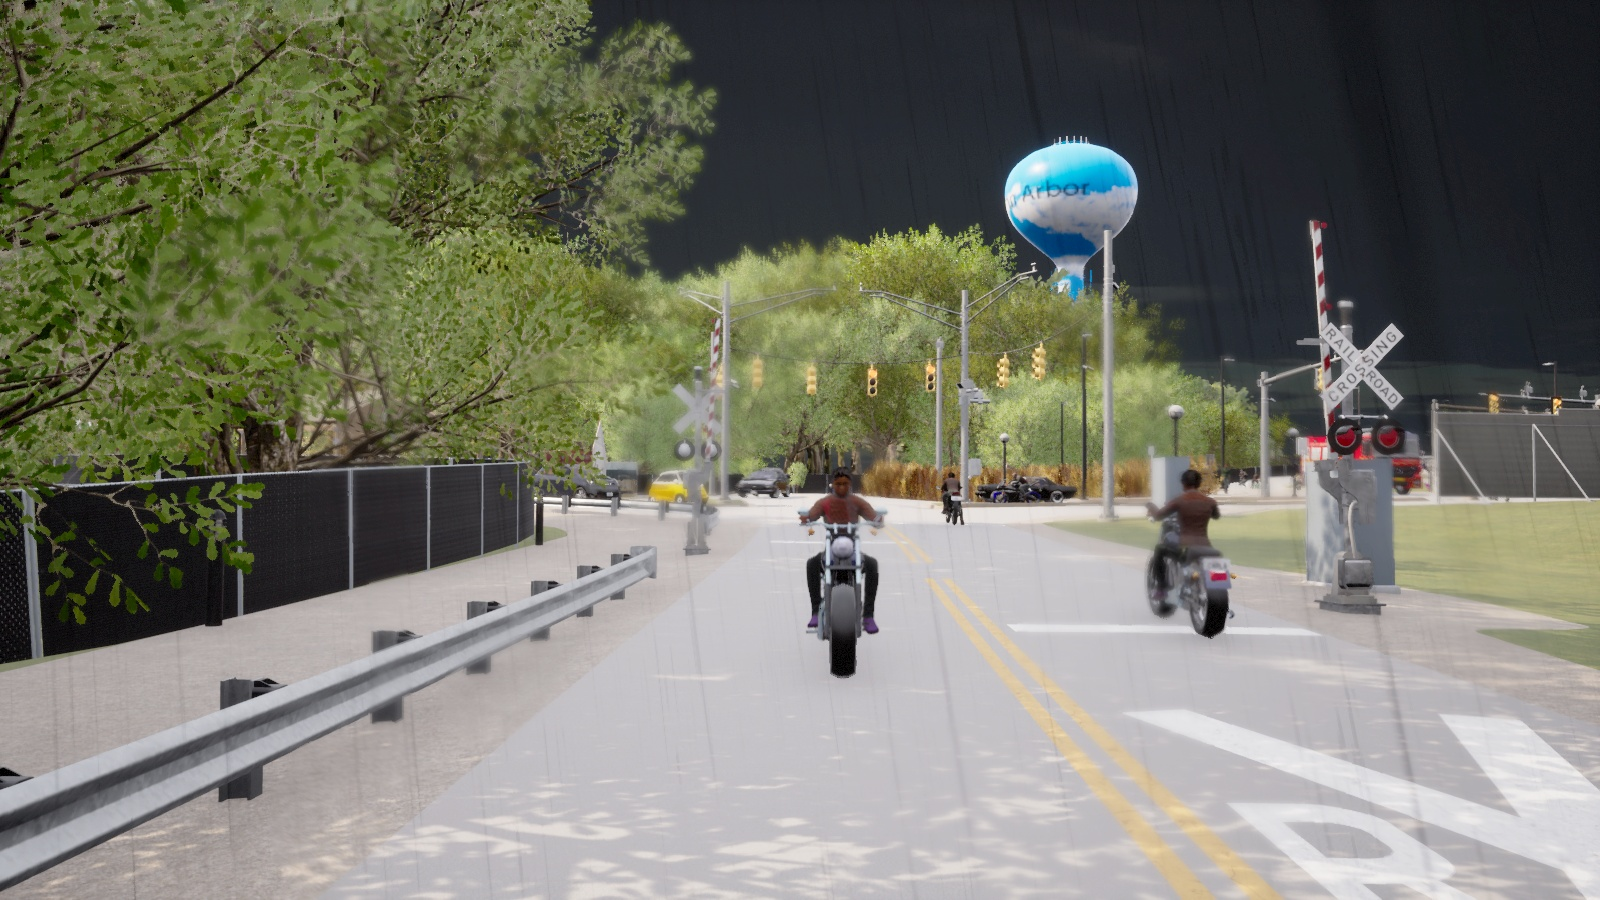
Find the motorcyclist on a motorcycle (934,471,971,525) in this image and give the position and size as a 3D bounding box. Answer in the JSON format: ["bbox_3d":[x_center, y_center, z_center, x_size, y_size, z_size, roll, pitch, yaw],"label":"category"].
[{"bbox_3d":[4.415,1.370,36.557,0.797,1.523,2.044,1,-1,-1],"label":"motorcyclist on a motorcycle"}]

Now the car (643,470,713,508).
[{"bbox_3d":[-4.660,1.502,47.847,2.207,1.376,1.481,-2,-3,34],"label":"car"}]

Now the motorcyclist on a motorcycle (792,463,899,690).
[{"bbox_3d":[0.358,0.938,10.316,0.766,1.649,2.350,0,-1,1],"label":"motorcyclist on a motorcycle"}]

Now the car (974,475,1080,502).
[{"bbox_3d":[10.900,1.855,60.602,4.718,1.301,1.895,0,-1,-4],"label":"car"}]

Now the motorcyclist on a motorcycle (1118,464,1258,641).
[{"bbox_3d":[3.927,0.980,12.905,0.766,1.649,2.350,0,-1,2],"label":"motorcyclist on a motorcycle"}]

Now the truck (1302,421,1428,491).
[{"bbox_3d":[32.597,0.409,72.910,2.891,3.827,8.468,0,-1,-5],"label":"truck"}]

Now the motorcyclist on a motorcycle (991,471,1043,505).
[{"bbox_3d":[9.851,1.730,57.019,2.191,1.530,0.866,0,-1,-4],"label":"motorcyclist on a motorcycle"}]

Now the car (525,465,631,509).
[{"bbox_3d":[-7.955,1.329,44.830,3.633,1.501,1.845,-1,-3,41],"label":"car"}]

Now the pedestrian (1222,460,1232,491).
[{"bbox_3d":[25.659,1.520,75.406,0.353,1.847,0.614,0,-3,-3],"label":"pedestrian"}]

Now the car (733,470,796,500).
[{"bbox_3d":[-1.756,1.766,64.358,2.033,1.411,5.357,0,-1,12],"label":"car"}]
